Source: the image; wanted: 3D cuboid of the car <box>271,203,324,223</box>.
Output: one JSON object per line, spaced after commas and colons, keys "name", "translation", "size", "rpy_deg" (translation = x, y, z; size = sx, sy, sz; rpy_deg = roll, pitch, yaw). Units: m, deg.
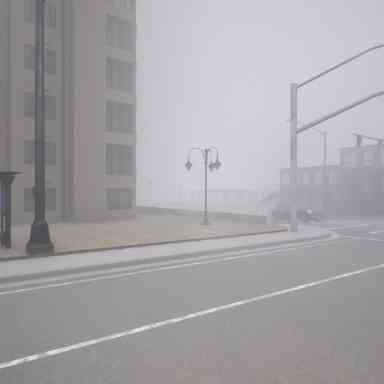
{"name": "car", "translation": [9.141, 1.744, 29.119], "size": [2.097, 1.767, 4.553], "rpy_deg": [1, -5, -36]}
